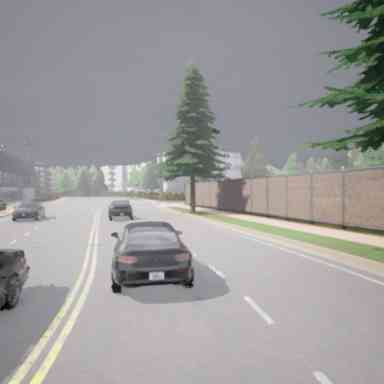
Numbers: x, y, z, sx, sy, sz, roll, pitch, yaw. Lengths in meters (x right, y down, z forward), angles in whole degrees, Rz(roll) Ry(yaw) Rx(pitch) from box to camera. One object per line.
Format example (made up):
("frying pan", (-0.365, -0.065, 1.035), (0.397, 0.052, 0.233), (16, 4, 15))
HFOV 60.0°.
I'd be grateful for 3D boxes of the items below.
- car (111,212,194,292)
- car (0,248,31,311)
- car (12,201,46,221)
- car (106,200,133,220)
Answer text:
("car", (-1.157, 1.499, 8.873), (1.812, 1.442, 4.674), (0, 0, -11))
("car", (-4.102, 1.559, 4.957), (2.033, 1.411, 5.357), (0, 0, -9))
("car", (-13.178, 1.518, 27.108), (1.837, 1.490, 4.892), (-1, 0, -15))
("car", (-5.951, 1.440, 27.562), (1.837, 1.490, 4.892), (-1, 0, -15))
